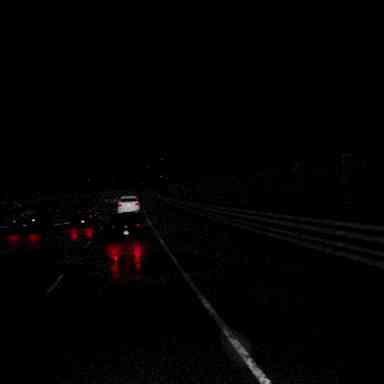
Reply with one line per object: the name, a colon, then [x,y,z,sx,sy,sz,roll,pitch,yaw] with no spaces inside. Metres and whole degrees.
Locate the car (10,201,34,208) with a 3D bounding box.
car: [-27.528,2.367,54.671,2.097,1.767,4.553,-3,1,-8]

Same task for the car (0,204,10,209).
car: [-30.970,2.699,54.106,2.128,1.511,4.902,-3,1,-9]

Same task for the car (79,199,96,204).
car: [-16.478,1.827,52.472,2.097,1.767,4.553,-3,1,-9]

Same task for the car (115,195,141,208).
car: [-6.730,1.416,35.766,2.150,2.045,5.566,-3,1,-9]

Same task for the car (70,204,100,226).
car: [-8.918,1.999,28.111,1.895,1.301,4.718,-3,1,-10]

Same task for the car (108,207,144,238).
car: [-3.809,1.817,19.380,1.895,1.301,4.718,-3,0,-10]

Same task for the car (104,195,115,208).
car: [-13.468,1.497,55.847,2.150,2.045,5.566,-3,1,-9]

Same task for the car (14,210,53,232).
car: [-11.941,2.113,25.133,1.812,1.442,4.674,-3,1,-10]
